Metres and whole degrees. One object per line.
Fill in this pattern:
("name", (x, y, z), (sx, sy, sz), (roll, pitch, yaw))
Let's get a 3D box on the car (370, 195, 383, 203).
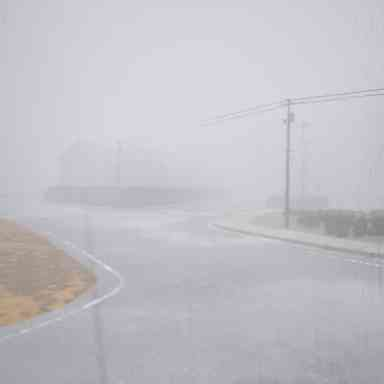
("car", (37.234, 1.382, 65.242), (3.905, 1.438, 1.784), (1, 1, 19))
